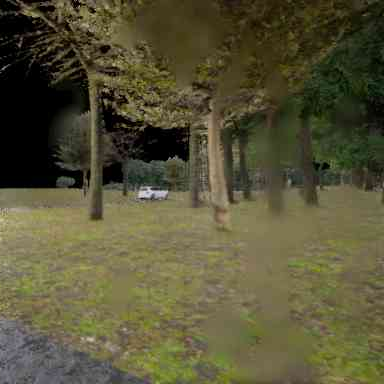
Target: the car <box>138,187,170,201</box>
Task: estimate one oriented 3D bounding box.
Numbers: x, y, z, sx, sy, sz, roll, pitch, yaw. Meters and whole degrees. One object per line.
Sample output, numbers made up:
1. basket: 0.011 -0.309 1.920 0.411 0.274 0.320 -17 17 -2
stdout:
1. car: -5.583 0.227 49.401 2.150 2.045 5.566 -3 0 34
